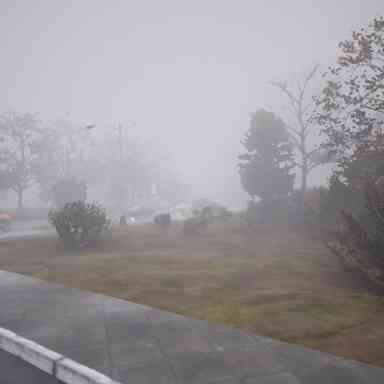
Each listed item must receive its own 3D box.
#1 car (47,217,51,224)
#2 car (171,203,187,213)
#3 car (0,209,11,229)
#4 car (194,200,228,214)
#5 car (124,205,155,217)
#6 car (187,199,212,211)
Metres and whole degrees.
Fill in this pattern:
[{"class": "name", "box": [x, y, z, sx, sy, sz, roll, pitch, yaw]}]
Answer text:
[{"class": "car", "box": [-10.295, 2.164, 29.386, 1.837, 1.490, 4.892, -3, -2, 33]}, {"class": "car", "box": [-1.310, 2.453, 50.485, 1.812, 1.442, 4.674, -3, -2, 33]}, {"class": "car", "box": [-16.886, 2.161, 26.052, 2.097, 1.767, 4.553, -3, -2, 33]}, {"class": "car", "box": [2.836, 2.137, 43.614, 2.033, 1.411, 5.357, -3, -2, 32]}, {"class": "car", "box": [-6.604, 2.391, 42.069, 1.812, 1.442, 4.674, -3, -2, 32]}, {"class": "car", "box": [2.046, 1.993, 48.974, 2.150, 2.045, 5.566, -3, -2, 32]}]
